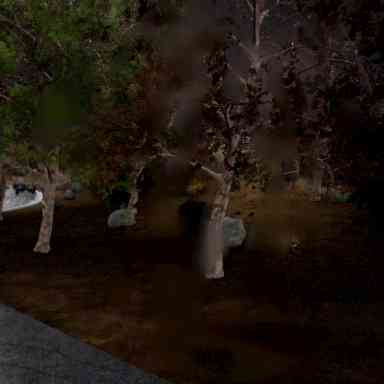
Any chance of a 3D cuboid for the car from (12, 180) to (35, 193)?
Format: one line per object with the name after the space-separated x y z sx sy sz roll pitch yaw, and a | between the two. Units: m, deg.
-19.051 -0.666 37.536 1.895 1.301 4.718 2 4 -34 | car
